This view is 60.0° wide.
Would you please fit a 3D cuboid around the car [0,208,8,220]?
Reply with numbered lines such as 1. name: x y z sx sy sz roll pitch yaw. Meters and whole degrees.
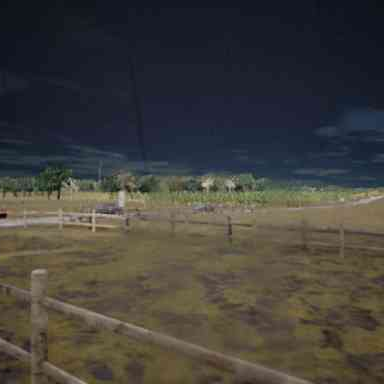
1. car: -18.667 1.828 28.659 1.882 1.535 5.008 1 -1 36

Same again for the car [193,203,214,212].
1. car: 2.006 2.713 57.754 2.128 1.511 4.902 1 -1 35

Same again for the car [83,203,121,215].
1. car: -10.710 2.158 39.879 1.837 1.490 4.892 1 -1 35
